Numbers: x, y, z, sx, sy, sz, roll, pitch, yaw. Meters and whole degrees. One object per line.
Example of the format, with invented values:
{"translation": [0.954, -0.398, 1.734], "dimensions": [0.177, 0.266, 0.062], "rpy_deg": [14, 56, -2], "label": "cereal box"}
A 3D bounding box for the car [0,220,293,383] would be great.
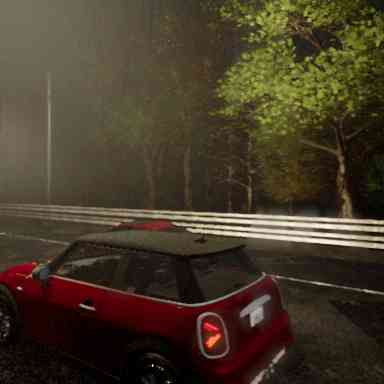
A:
{"translation": [-1.016, 1.351, 4.823], "dimensions": [4.553, 1.767, 2.097], "rpy_deg": [0, 0, 36], "label": "car"}

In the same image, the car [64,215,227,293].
{"translation": [-1.493, 1.524, 9.503], "dimensions": [4.674, 1.442, 1.812], "rpy_deg": [0, 0, 36], "label": "car"}
